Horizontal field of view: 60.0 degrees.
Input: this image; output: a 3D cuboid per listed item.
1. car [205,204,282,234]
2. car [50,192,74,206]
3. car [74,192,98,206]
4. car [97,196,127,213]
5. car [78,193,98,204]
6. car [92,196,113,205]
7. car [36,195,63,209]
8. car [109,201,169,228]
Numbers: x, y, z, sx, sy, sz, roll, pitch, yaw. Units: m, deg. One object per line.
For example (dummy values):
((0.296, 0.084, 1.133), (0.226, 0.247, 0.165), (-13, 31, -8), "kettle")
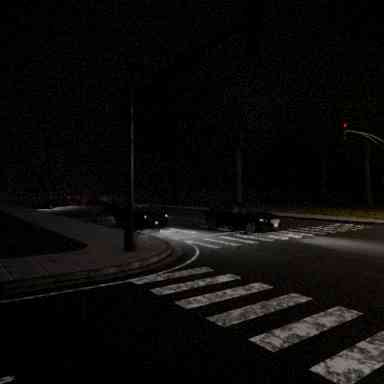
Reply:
((2.808, 1.441, 19.144), (2.128, 1.511, 4.902), (0, 0, -39), "car")
((-20.403, 1.043, 50.903), (2.150, 2.045, 5.566), (0, 0, -36), "car")
((-15.556, 1.187, 49.849), (2.097, 1.767, 4.553), (0, 0, -35), "car")
((-7.180, 1.369, 32.515), (1.882, 1.535, 5.008), (0, 0, -36), "car")
((-18.701, 1.164, 59.632), (2.097, 1.767, 4.553), (0, 0, -36), "car")
((-14.496, 1.350, 53.876), (1.812, 1.442, 4.674), (0, 0, -35), "car")
((-18.839, 1.402, 43.107), (2.033, 1.411, 5.357), (0, 0, -36), "car")
((-3.427, 1.535, 21.806), (1.895, 1.301, 4.718), (0, 0, -36), "car")
